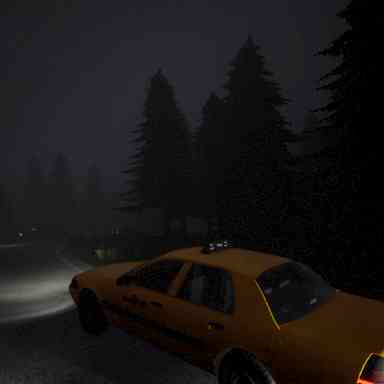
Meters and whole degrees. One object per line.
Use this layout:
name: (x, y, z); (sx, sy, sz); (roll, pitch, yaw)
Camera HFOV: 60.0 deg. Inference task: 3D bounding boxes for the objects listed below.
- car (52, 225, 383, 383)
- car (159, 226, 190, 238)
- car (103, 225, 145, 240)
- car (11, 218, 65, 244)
car: (0.133, 1.441, 4.744); (5.366, 1.575, 1.801); (0, 1, 43)
car: (-2.308, 5.544, 46.271); (1.882, 1.535, 5.008); (-5, -8, 30)
car: (-7.431, 4.510, 36.965); (2.033, 1.411, 5.357); (-4, -8, 20)
car: (-12.739, 3.226, 28.145); (2.150, 2.045, 5.566); (-4, -7, 7)
